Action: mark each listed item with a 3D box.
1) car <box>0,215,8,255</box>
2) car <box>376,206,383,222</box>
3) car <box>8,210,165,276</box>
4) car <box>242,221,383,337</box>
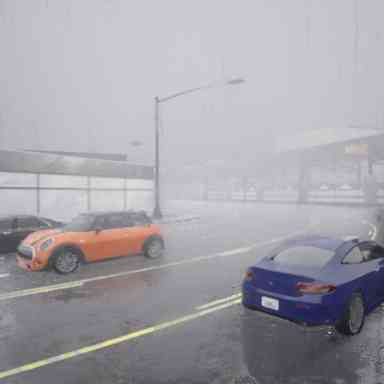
[{"bbox_3d":[-6.893,1.607,12.160,4.892,1.490,1.837,0,0,-40],"label":"car"},{"bbox_3d":[14.549,1.648,23.946,1.895,1.301,4.718,0,0,22],"label":"car"},{"bbox_3d":[-3.129,1.429,10.879,4.553,1.767,2.097,0,-1,-43],"label":"car"},{"bbox_3d":[2.901,1.547,6.727,4.674,1.442,1.812,0,0,-43],"label":"car"}]
